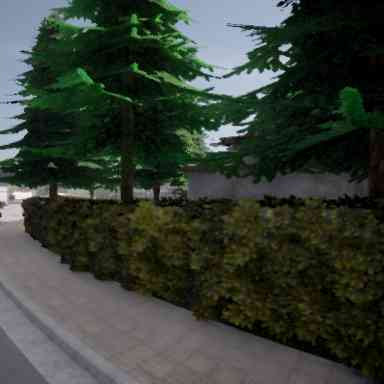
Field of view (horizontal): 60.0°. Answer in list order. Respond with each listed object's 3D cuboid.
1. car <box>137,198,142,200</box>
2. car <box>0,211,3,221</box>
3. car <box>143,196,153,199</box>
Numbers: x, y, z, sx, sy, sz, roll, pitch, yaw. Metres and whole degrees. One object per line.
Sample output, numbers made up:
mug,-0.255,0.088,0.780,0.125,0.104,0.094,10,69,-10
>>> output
car,-12.046,2.290,89.685,4.514,1.523,2.007,1,-1,-15
car,-16.579,1.757,26.465,1.994,1.385,4.181,1,-1,-17
car,-9.536,2.215,80.013,3.633,1.501,1.845,1,-1,-15
